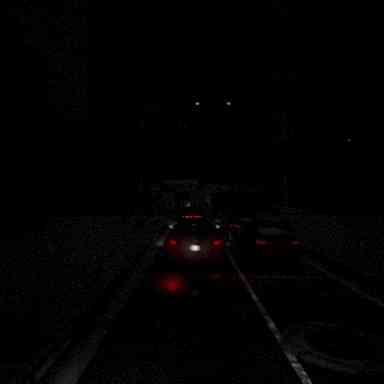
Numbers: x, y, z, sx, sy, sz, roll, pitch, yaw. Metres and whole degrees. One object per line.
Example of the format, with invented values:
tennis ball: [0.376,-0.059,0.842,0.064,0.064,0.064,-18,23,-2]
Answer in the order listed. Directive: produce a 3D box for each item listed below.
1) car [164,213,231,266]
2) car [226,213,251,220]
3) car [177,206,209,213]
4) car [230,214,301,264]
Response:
car: [0.091,1.665,11.897,1.994,1.385,4.181,0,-1,0]
car: [2.653,1.735,17.501,1.802,1.307,4.206,1,-1,0]
car: [0.060,1.700,22.333,1.837,1.490,4.892,0,-1,0]
car: [2.652,1.686,12.062,1.802,1.307,4.206,1,-1,0]
